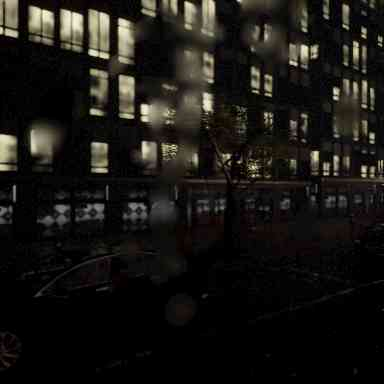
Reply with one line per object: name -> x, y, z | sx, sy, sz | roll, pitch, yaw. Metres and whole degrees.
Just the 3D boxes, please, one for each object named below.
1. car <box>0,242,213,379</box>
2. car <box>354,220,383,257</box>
car -> -1.677, 1.559, 5.372 | 4.403, 1.369, 2.008 | 0, -1, -36
car -> 7.575, 1.610, 11.975 | 4.403, 1.369, 2.008 | 0, -1, -36
